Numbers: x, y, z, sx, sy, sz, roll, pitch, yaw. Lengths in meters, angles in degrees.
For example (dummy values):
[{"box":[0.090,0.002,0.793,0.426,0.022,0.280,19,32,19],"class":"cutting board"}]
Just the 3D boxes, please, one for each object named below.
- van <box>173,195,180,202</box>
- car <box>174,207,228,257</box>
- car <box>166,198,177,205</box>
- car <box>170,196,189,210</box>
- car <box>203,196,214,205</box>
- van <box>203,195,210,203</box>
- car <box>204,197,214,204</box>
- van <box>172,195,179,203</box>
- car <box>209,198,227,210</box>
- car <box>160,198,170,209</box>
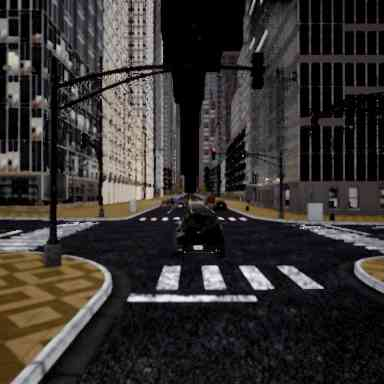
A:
[{"box":[-4.301,1.823,90.537,1.690,1.788,3.998,0,0,0],"class":"van"},{"box":[0.360,1.609,13.503,1.837,1.490,4.892,0,0,3],"class":"car"},{"box":[-4.179,1.948,68.425,1.947,1.339,4.313,0,0,0],"class":"car"},{"box":[-1.581,1.770,47.463,2.128,1.511,4.902,0,0,0],"class":"car"},{"box":[3.701,1.698,68.470,2.192,1.841,5.009,0,0,0],"class":"car"},{"box":[3.609,1.799,85.053,1.690,1.788,3.998,0,0,0],"class":"van"},{"box":[3.670,1.848,73.997,1.967,1.590,4.097,0,0,0],"class":"car"},{"box":[-4.271,1.798,85.009,1.690,1.788,3.998,0,0,0],"class":"van"},{"box":[3.872,1.840,46.360,1.947,1.339,4.313,0,0,0],"class":"car"},{"box":[-4.088,1.884,51.843,1.802,1.307,4.206,0,0,0],"class":"car"}]
